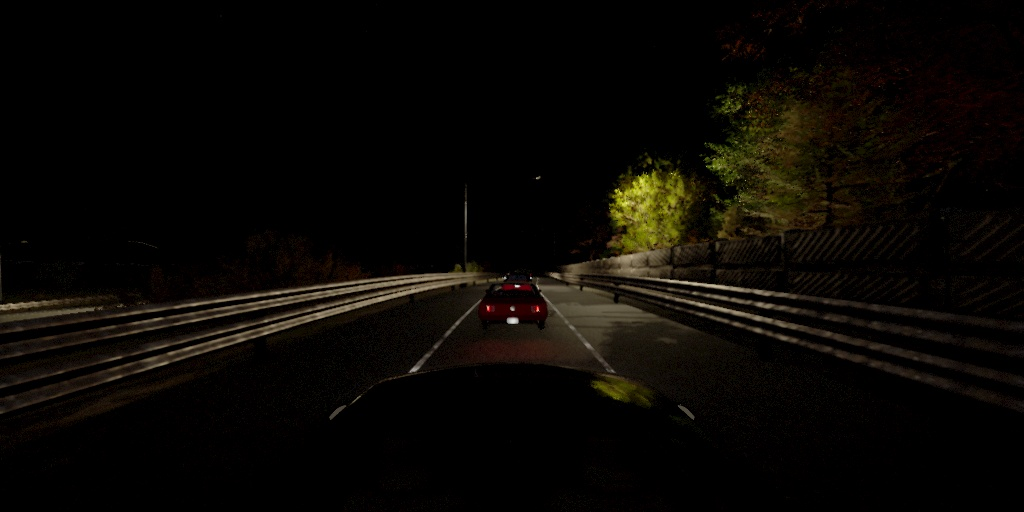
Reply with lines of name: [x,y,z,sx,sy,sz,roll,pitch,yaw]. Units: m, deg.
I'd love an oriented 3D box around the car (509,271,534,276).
car: [0.403,1.867,23.878,1.994,1.385,4.181,0,-2,2]

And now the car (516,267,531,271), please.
car: [1.484,2.442,44.622,2.150,2.045,5.566,0,-2,5]

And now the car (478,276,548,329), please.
car: [0.046,1.493,11.816,1.895,1.301,4.718,0,-1,0]
